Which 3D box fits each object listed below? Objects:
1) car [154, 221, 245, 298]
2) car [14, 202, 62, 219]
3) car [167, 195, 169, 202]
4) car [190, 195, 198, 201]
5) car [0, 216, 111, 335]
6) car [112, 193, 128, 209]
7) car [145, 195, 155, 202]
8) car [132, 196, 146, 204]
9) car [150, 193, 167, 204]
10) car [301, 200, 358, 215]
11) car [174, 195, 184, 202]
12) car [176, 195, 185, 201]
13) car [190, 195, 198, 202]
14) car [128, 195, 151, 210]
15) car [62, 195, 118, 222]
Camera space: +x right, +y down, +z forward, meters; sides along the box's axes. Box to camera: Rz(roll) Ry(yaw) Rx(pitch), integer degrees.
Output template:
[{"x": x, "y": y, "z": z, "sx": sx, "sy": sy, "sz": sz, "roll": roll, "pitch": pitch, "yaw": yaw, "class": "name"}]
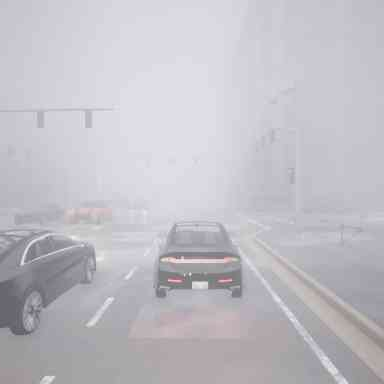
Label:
[{"x": 0.134, "y": 1.492, "z": 8.507, "sx": 2.128, "sy": 1.511, "sz": 4.902, "roll": 0, "pitch": 0, "yaw": 0, "class": "car"}, {"x": -10.446, "y": 1.450, "z": 23.215, "sx": 1.882, "sy": 1.535, "sz": 5.008, "roll": 0, "pitch": 0, "yaw": 0, "class": "car"}, {"x": -6.461, "y": 1.511, "z": 79.415, "sx": 2.128, "sy": 1.511, "sz": 4.902, "roll": 0, "pitch": 0, "yaw": 0, "class": "car"}, {"x": 0.580, "y": 1.461, "z": 85.459, "sx": 1.882, "sy": 1.535, "sz": 5.008, "roll": 0, "pitch": 0, "yaw": 0, "class": "car"}, {"x": -3.400, "y": 1.492, "z": 6.687, "sx": 2.128, "sy": 1.511, "sz": 4.902, "roll": 0, "pitch": 0, "yaw": 1, "class": "car"}, {"x": -10.285, "y": 1.221, "z": 46.640, "sx": 2.150, "sy": 2.045, "sz": 5.566, "roll": 0, "pitch": 0, "yaw": 0, "class": "car"}, {"x": -9.963, "y": 1.511, "z": 79.120, "sx": 1.812, "sy": 1.442, "sz": 4.674, "roll": 0, "pitch": 0, "yaw": 0, "class": "car"}, {"x": -10.121, "y": 1.564, "z": 63.599, "sx": 1.994, "sy": 1.385, "sz": 4.181, "roll": 0, "pitch": 0, "yaw": 1, "class": "car"}, {"x": -6.609, "y": 1.225, "z": 64.234, "sx": 2.150, "sy": 2.045, "sz": 5.566, "roll": 0, "pitch": 0, "yaw": 1, "class": "car"}, {"x": 13.435, "y": 1.492, "z": 32.977, "sx": 5.357, "sy": 1.411, "sz": 2.033, "roll": 0, "pitch": 0, "yaw": 0, "class": "car"}, {"x": -2.986, "y": 1.497, "z": 75.781, "sx": 1.837, "sy": 1.490, "sz": 4.892, "roll": 0, "pitch": 0, "yaw": 0, "class": "car"}, {"x": -2.920, "y": 1.523, "z": 85.483, "sx": 2.033, "sy": 1.411, "sz": 5.357, "roll": 0, "pitch": 0, "yaw": 0, "class": "car"}, {"x": 0.518, "y": 1.593, "z": 76.414, "sx": 1.895, "sy": 1.301, "sz": 4.718, "roll": 0, "pitch": 0, "yaw": 0, "class": "car"}, {"x": -6.658, "y": 1.504, "z": 42.895, "sx": 1.837, "sy": 1.490, "sz": 4.892, "roll": 0, "pitch": 0, "yaw": -3, "class": "car"}, {"x": -6.946, "y": 1.324, "z": 23.211, "sx": 2.097, "sy": 1.767, "sz": 4.553, "roll": 0, "pitch": 0, "yaw": 0, "class": "car"}]
